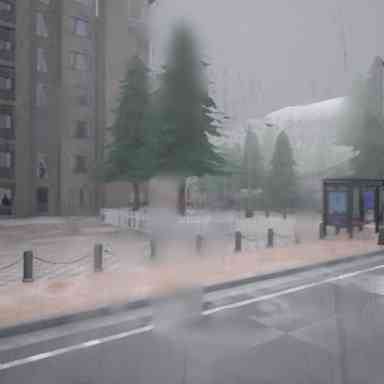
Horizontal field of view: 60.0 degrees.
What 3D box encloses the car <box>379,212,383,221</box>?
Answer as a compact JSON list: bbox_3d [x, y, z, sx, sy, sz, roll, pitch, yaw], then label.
[{"bbox_3d":[14.984,1.671,22.256,1.895,1.301,4.718,0,0,-35],"label":"car"}]
